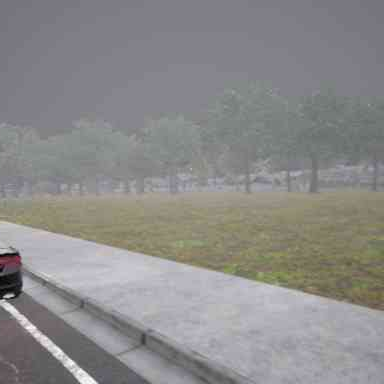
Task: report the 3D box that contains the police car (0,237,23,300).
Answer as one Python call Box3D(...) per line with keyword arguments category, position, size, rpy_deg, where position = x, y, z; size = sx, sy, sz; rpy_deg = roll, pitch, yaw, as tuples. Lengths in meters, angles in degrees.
Box3D(category="police car", position=(-5.407, 1.406, 7.427), size=(1.930, 1.638, 5.238), rpy_deg=(-3, 2, -42))
